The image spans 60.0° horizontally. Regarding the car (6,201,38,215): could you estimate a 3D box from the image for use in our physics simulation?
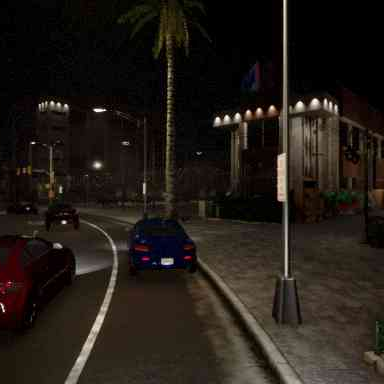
[{"bbox_3d":[-17.099,1.546,33.324,1.994,1.385,4.181,0,0,-44],"label":"car"}]

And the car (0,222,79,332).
[{"bbox_3d":[-3.729,1.560,6.713,1.994,1.385,4.181,0,0,-7],"label":"car"}]

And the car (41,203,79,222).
[{"bbox_3d":[-8.497,1.495,21.418,1.837,1.490,4.892,0,0,-26],"label":"car"}]

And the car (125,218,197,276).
[{"bbox_3d":[-1.073,1.524,10.346,1.812,1.442,4.674,0,0,-12],"label":"car"}]

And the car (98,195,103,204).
[{"bbox_3d":[-14.576,1.238,56.454,4.553,1.767,2.185,0,0,42],"label":"car"}]
